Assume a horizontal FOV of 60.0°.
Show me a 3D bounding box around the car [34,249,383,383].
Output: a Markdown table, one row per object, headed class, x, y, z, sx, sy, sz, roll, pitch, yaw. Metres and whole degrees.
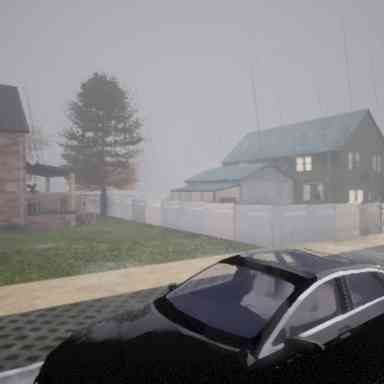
| class | x | y | z | sx | sy | sz | roll | pitch | yaw |
| --- | --- | --- | --- | --- | --- | --- | --- | --- | --- |
| car | 0.899 | 1.490 | 3.707 | 4.902 | 1.511 | 2.128 | 0 | 0 | -35 |
